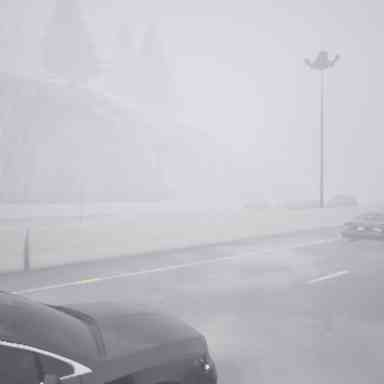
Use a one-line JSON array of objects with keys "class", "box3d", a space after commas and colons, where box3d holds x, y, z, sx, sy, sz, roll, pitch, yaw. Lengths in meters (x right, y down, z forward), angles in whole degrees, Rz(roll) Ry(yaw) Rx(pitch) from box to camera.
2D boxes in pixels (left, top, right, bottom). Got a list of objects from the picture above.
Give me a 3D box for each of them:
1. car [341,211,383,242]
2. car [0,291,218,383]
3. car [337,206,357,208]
[{"class": "car", "box3d": [8.891, 1.571, 15.421, 5.357, 1.411, 2.033, 0, 0, -41]}, {"class": "car", "box3d": [-2.011, 1.512, 2.409, 4.892, 1.490, 1.837, 0, 0, -35]}, {"class": "car", "box3d": [17.690, 1.284, 39.015, 2.150, 2.045, 5.566, 0, 0, 42]}]
